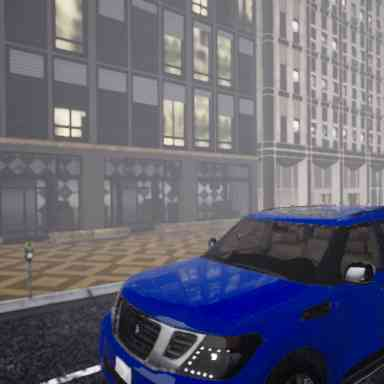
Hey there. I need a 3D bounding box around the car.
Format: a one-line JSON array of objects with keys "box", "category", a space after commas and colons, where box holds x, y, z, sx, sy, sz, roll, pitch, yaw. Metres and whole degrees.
[{"box": [1.628, 1.240, 4.574, 5.566, 2.045, 2.150, 0, 0, -36], "category": "car"}]
